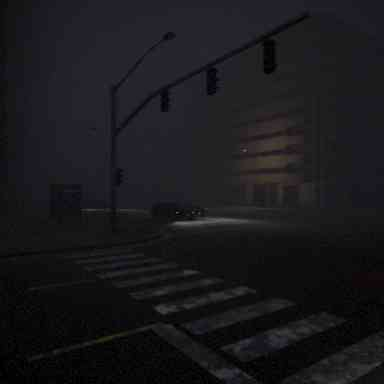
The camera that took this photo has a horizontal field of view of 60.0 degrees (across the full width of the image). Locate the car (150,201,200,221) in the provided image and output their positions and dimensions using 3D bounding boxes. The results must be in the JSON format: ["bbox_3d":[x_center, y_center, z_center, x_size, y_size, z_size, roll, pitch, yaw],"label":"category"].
[{"bbox_3d":[-1.723,1.545,27.632,1.837,1.490,4.892,0,0,-36],"label":"car"}]

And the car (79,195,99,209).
[{"bbox_3d":[-15.209,1.587,46.137,2.033,1.411,5.357,0,0,-36],"label":"car"}]

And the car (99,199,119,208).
[{"bbox_3d":[-12.301,1.637,48.085,1.895,1.301,4.718,0,0,-36],"label":"car"}]

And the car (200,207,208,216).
[{"bbox_3d":[-0.586,1.638,31.997,1.895,1.301,4.718,0,0,-36],"label":"car"}]
